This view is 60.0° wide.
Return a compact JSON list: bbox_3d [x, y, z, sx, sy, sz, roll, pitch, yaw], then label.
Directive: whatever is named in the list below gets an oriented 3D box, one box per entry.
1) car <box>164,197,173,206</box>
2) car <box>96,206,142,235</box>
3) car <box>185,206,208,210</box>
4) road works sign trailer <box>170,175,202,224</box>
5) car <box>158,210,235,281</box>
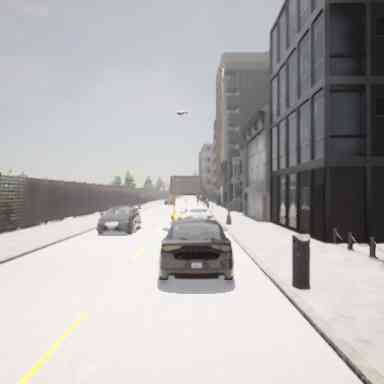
[{"bbox_3d":[-4.068,1.730,61.419,1.837,1.490,4.892,0,0,0],"label":"car"},{"bbox_3d":[-4.104,1.563,19.351,2.128,1.511,4.902,0,0,0],"label":"car"},{"bbox_3d":[0.273,1.620,21.093,1.812,1.442,4.674,-1,-1,-5],"label":"car"},{"bbox_3d":[-0.483,0.555,24.627,2.380,3.560,2.880,0,0,-15],"label":"road works sign trailer"},{"bbox_3d":[0.099,1.515,9.978,1.882,1.535,5.008,0,0,0],"label":"car"}]
